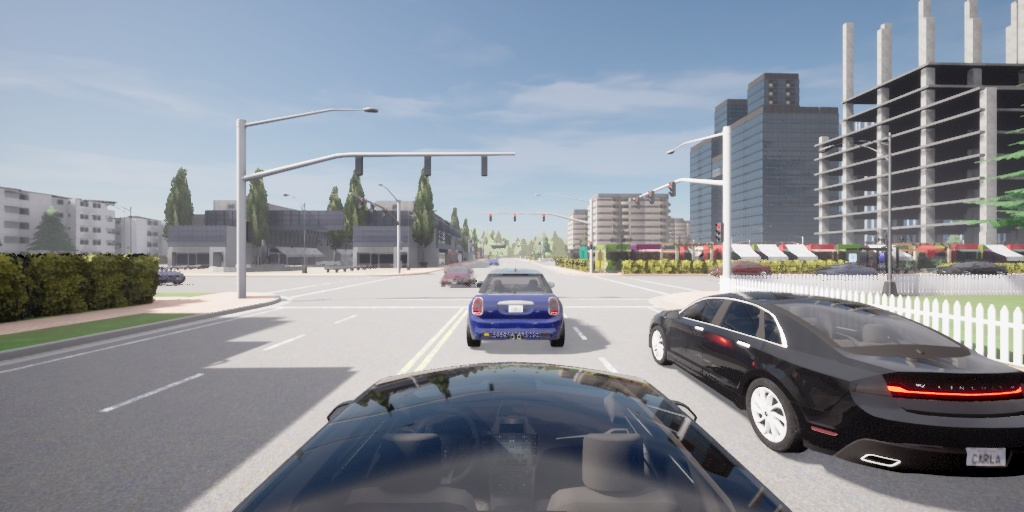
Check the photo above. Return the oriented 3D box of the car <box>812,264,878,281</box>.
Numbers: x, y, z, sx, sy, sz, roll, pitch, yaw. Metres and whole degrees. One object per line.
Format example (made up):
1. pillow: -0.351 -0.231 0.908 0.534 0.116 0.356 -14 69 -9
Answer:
1. car: 26.888 1.311 28.991 4.181 1.385 1.994 0 0 -1

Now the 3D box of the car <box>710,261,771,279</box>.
1. car: 20.509 1.225 32.333 5.008 1.535 1.882 0 0 -1

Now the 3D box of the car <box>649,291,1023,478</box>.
1. car: 3.562 1.255 5.104 1.837 1.490 4.892 0 0 0

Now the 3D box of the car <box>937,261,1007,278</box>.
1. car: 42.045 1.225 32.846 5.008 1.535 1.882 0 0 -1

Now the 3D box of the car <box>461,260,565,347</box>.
1. car: 0.084 1.101 9.465 2.097 1.767 4.553 0 0 0

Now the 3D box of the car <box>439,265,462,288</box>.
1. car: -3.480 1.328 23.901 1.812 1.442 4.674 0 1 0

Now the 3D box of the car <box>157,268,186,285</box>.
1. car: -24.754 1.274 24.082 4.674 1.442 1.812 0 0 0
